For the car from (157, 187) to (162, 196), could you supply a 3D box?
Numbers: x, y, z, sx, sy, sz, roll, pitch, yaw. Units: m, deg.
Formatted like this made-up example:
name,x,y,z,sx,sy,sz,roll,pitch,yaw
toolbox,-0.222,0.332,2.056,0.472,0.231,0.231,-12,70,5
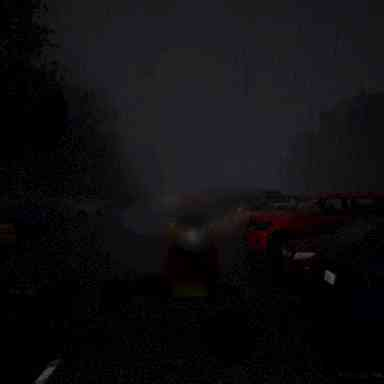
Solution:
name,x,y,z,sx,sy,sz,roll,pitch,yaw
car,-8.513,0.238,61.045,4.792,1.488,2.163,0,1,0

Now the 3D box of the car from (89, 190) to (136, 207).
name,x,y,z,sx,sy,sz,roll,pitch,yaw
car,-8.510,0.640,35.983,4.553,1.767,2.185,0,1,0

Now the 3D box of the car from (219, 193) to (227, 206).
name,x,y,z,sx,sy,sz,roll,pitch,yaw
car,4.533,1.060,22.098,4.892,1.521,2.231,0,1,0

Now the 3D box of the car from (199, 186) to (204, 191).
name,x,y,z,sx,sy,sz,roll,pitch,yaw
car,4.352,0.269,58.274,5.366,1.575,1.946,0,1,0

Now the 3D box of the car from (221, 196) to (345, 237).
name,x,y,z,sx,sy,sz,roll,pitch,yaw
car,4.354,1.171,16.533,5.366,1.575,1.946,0,1,0

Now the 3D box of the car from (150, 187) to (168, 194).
name,x,y,z,sx,sy,sz,roll,pitch,yaw
car,-8.513,-0.495,86.100,4.553,1.767,2.185,0,1,0

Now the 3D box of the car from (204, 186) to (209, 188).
name,x,y,z,sx,sy,sz,roll,pitch,yaw
car,4.569,0.273,52.705,4.553,1.767,2.185,0,1,0

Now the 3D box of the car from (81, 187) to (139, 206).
name,x,y,z,sx,sy,sz,roll,pitch,yaw
car,-8.513,0.575,33.197,5.566,2.045,2.435,0,1,0

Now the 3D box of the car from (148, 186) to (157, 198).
name,x,y,z,sx,sy,sz,roll,pitch,yaw
car,-8.514,0.210,49.903,5.566,2.045,2.435,0,1,0

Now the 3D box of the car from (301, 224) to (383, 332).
name,x,y,z,sx,sy,sz,roll,pitch,yaw
car,4.569,1.428,5.400,4.792,1.488,2.163,0,1,0

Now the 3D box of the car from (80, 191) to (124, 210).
name,x,y,z,sx,sy,sz,roll,pitch,yaw
car,-8.548,0.944,27.633,4.892,1.521,2.231,0,1,0

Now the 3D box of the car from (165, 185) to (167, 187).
name,x,y,z,sx,sy,sz,roll,pitch,yaw
car,-8.571,-0.232,69.267,5.566,2.045,2.435,0,1,0

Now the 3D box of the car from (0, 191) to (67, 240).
name,x,y,z,sx,sy,sz,roll,pitch,yaw
car,-8.512,0.981,13.706,5.566,2.045,2.435,0,1,0

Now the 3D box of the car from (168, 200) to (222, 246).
name,x,y,z,sx,sy,sz,roll,pitch,yaw
car,0.050,1.275,13.802,1.812,1.442,4.674,0,1,1

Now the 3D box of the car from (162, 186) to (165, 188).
name,x,y,z,sx,sy,sz,roll,pitch,yaw
car,-8.728,0.080,66.489,5.366,1.575,1.946,0,1,0

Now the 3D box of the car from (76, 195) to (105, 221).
name,x,y,z,sx,sy,sz,roll,pitch,yaw
car,-8.543,1.100,22.065,4.674,1.452,2.002,0,1,0

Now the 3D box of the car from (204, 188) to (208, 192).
name,x,y,z,sx,sy,sz,roll,pitch,yaw
car,4.535,0.500,49.926,4.674,1.452,2.002,0,1,0

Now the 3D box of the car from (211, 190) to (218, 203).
name,x,y,z,sx,sy,sz,roll,pitch,yaw
car,4.544,0.884,30.446,5.008,1.535,2.097,0,1,0

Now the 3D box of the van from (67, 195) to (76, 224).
name,x,y,z,sx,sy,sz,roll,pitch,yaw
van,-8.424,0.949,16.491,4.442,1.987,1.878,0,1,0

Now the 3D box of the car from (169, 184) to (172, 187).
name,x,y,z,sx,sy,sz,roll,pitch,yaw
car,-8.572,-0.557,83.313,5.566,2.045,2.435,0,1,0

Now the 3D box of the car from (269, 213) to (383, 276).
name,x,y,z,sx,sy,sz,roll,pitch,yaw
car,4.542,1.385,8.186,4.674,1.452,2.002,0,1,0

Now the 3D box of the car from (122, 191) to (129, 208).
name,x,y,z,sx,sy,sz,roll,pitch,yaw
car,-8.570,0.914,30.416,4.792,1.488,2.163,0,1,0

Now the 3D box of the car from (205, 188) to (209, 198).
name,x,y,z,sx,sy,sz,roll,pitch,yaw
car,4.567,0.613,44.361,4.792,1.488,2.163,0,1,0

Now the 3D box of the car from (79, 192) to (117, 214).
name,x,y,z,sx,sy,sz,roll,pitch,yaw
car,-8.546,1.001,24.849,5.008,1.535,2.097,0,1,0

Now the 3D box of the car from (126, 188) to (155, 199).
name,x,y,z,sx,sy,sz,roll,pitch,yaw
car,-8.574,0.210,55.474,4.553,1.767,2.185,0,1,0

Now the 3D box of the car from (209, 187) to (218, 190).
name,x,y,z,sx,sy,sz,roll,pitch,yaw
car,4.569,0.579,38.792,4.553,1.767,2.185,0,1,0

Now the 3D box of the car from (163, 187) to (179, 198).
name,x,y,z,sx,sy,sz,roll,pitch,yaw
car,-3.558,0.350,58.491,1.994,1.385,4.181,0,1,1

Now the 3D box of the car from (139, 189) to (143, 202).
name,x,y,z,sx,sy,sz,roll,pitch,yaw
car,-8.544,0.746,38.771,4.674,1.452,2.002,0,1,0

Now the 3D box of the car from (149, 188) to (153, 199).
name,x,y,z,sx,sy,sz,roll,pitch,yaw
car,-8.547,0.522,47.122,5.008,1.535,2.097,0,1,0

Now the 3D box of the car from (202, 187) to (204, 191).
name,x,y,z,sx,sy,sz,roll,pitch,yaw
car,4.531,0.336,55.492,4.892,1.521,2.231,0,1,0

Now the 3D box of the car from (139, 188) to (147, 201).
name,x,y,z,sx,sy,sz,roll,pitch,yaw
car,-8.536,0.645,41.554,5.008,1.535,2.097,0,1,0

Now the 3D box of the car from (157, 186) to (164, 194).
name,x,y,z,sx,sy,sz,roll,pitch,yaw
car,-8.548,0.145,63.830,5.008,1.535,2.097,0,1,0

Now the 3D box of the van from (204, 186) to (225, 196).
name,x,y,z,sx,sy,sz,roll,pitch,yaw
van,4.653,-0.207,69.274,4.442,1.987,1.878,0,1,0

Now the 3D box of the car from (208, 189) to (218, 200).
name,x,y,z,sx,sy,sz,roll,pitch,yaw
car,4.724,0.762,36.012,5.366,1.575,1.946,0,1,0

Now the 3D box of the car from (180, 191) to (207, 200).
name,x,y,z,sx,sy,sz,roll,pitch,yaw
car,0.044,0.958,28.191,1.837,1.490,4.892,0,2,0

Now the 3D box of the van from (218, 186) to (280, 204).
name,x,y,z,sx,sy,sz,roll,pitch,yaw
van,4.422,0.775,24.876,4.442,1.987,1.878,0,1,0

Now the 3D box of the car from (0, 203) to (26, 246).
name,x,y,z,sx,sy,sz,roll,pitch,yaw
car,-8.726,1.286,10.927,5.366,1.575,1.946,0,1,0

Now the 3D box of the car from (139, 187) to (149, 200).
name,x,y,z,sx,sy,sz,roll,pitch,yaw
car,-8.510,0.459,44.335,4.553,1.767,2.185,0,1,0

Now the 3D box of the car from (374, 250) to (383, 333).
name,x,y,z,sx,sy,sz,roll,pitch,yaw
car,4.545,1.443,2.613,5.008,1.535,2.097,0,1,0

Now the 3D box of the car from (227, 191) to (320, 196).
name,x,y,z,sx,sy,sz,roll,pitch,yaw
car,4.570,0.993,19.188,4.553,1.767,2.185,0,1,0

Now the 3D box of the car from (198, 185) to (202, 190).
name,x,y,z,sx,sy,sz,roll,pitch,yaw
car,4.565,-0.171,66.616,5.566,2.045,2.435,0,1,0
